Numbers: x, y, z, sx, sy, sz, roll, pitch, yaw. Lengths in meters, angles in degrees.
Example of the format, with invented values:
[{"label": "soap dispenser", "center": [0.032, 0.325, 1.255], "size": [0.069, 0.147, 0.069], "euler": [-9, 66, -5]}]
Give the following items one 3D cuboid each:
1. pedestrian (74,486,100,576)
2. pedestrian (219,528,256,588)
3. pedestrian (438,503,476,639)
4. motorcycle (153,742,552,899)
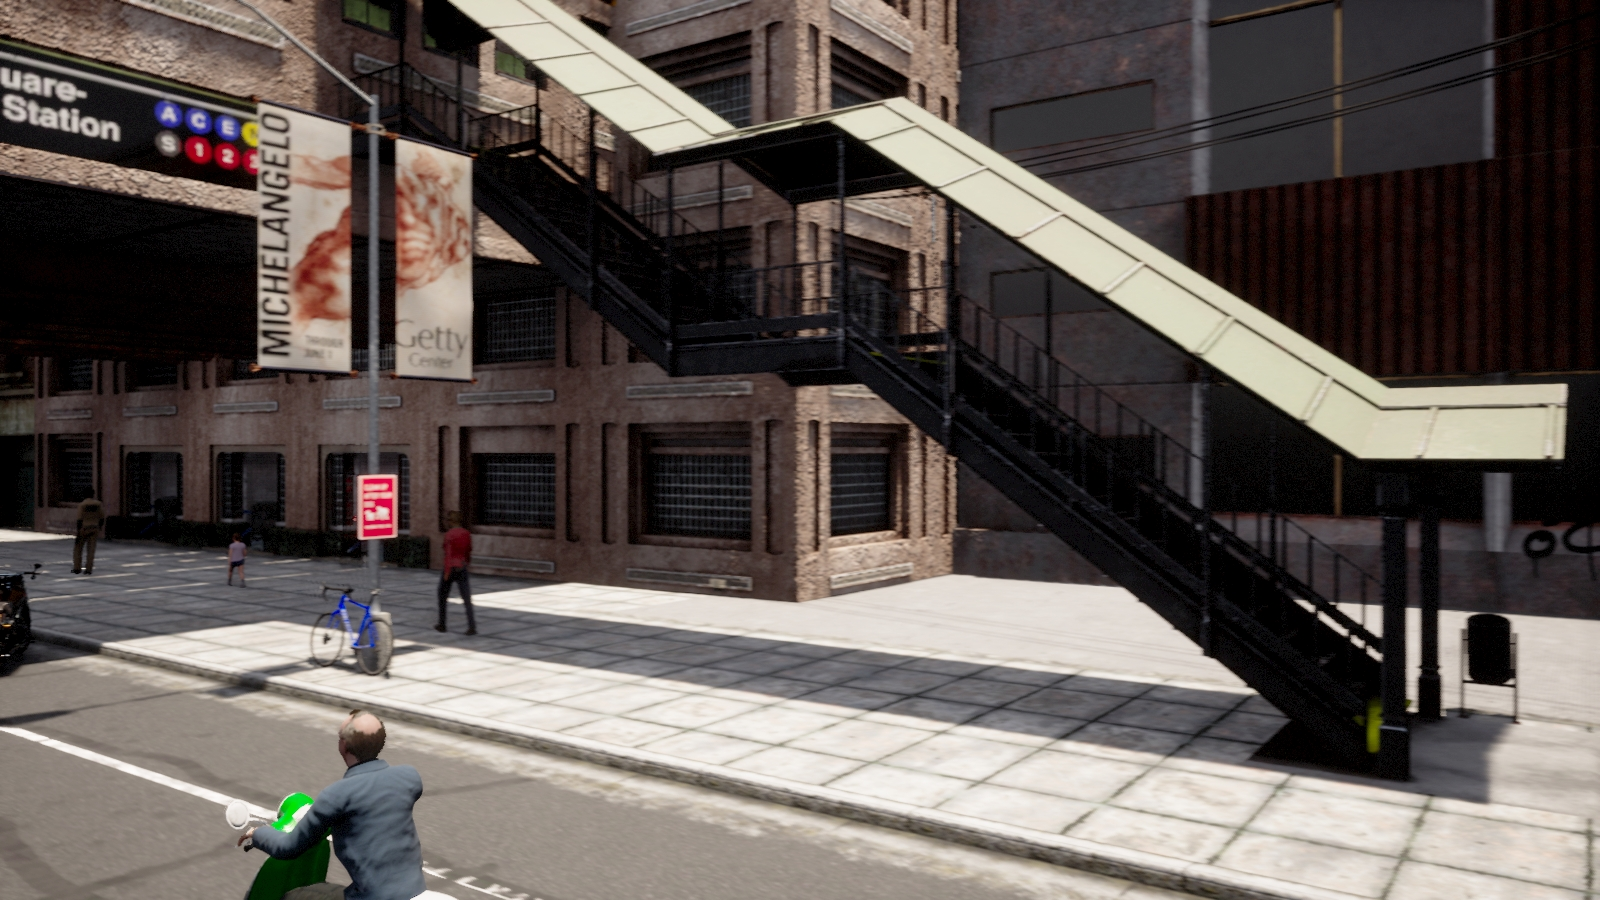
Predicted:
[{"label": "pedestrian", "center": [-15.023, 1.696, 24.078], "size": [0.375, 1.860, 0.375], "euler": [0, 0, 40]}, {"label": "pedestrian", "center": [-10.865, 2.076, 22.077], "size": [0.500, 1.100, 0.500], "euler": [0, 0, 44]}, {"label": "pedestrian", "center": [-4.853, 1.696, 16.181], "size": [0.375, 1.860, 0.375], "euler": [0, 0, 41]}, {"label": "motorcycle", "center": [-2.084, 2.182, 5.244], "size": [1.805, 1.236, 0.856], "euler": [0, 0, 35]}]
